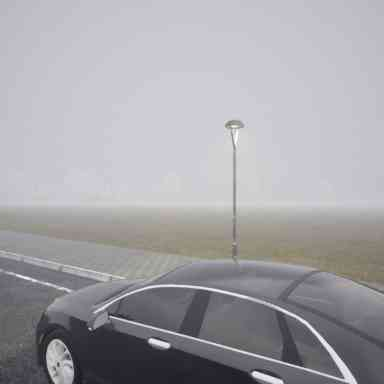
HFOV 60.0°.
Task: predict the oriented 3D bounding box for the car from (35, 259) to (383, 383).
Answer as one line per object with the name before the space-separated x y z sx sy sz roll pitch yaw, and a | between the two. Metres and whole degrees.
car | 0.263 1.506 3.522 4.892 1.490 1.837 0 0 36
